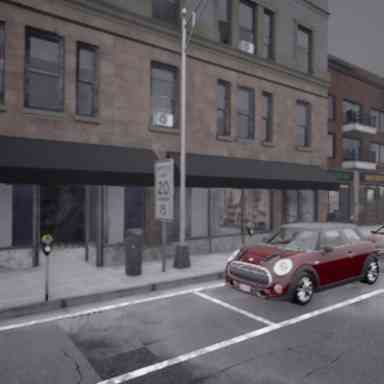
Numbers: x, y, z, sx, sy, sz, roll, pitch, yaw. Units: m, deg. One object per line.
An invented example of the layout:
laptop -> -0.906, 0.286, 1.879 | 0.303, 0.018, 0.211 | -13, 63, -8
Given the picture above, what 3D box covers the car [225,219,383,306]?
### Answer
car -> 2.749, 1.504, 8.146 | 4.097, 1.590, 1.967 | 1, 0, -35
